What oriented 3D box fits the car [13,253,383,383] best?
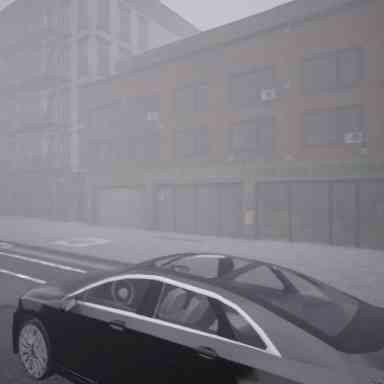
[{"bbox_3d":[-0.151,1.482,3.792,4.902,1.511,2.128,0,0,36],"label":"car"}]
